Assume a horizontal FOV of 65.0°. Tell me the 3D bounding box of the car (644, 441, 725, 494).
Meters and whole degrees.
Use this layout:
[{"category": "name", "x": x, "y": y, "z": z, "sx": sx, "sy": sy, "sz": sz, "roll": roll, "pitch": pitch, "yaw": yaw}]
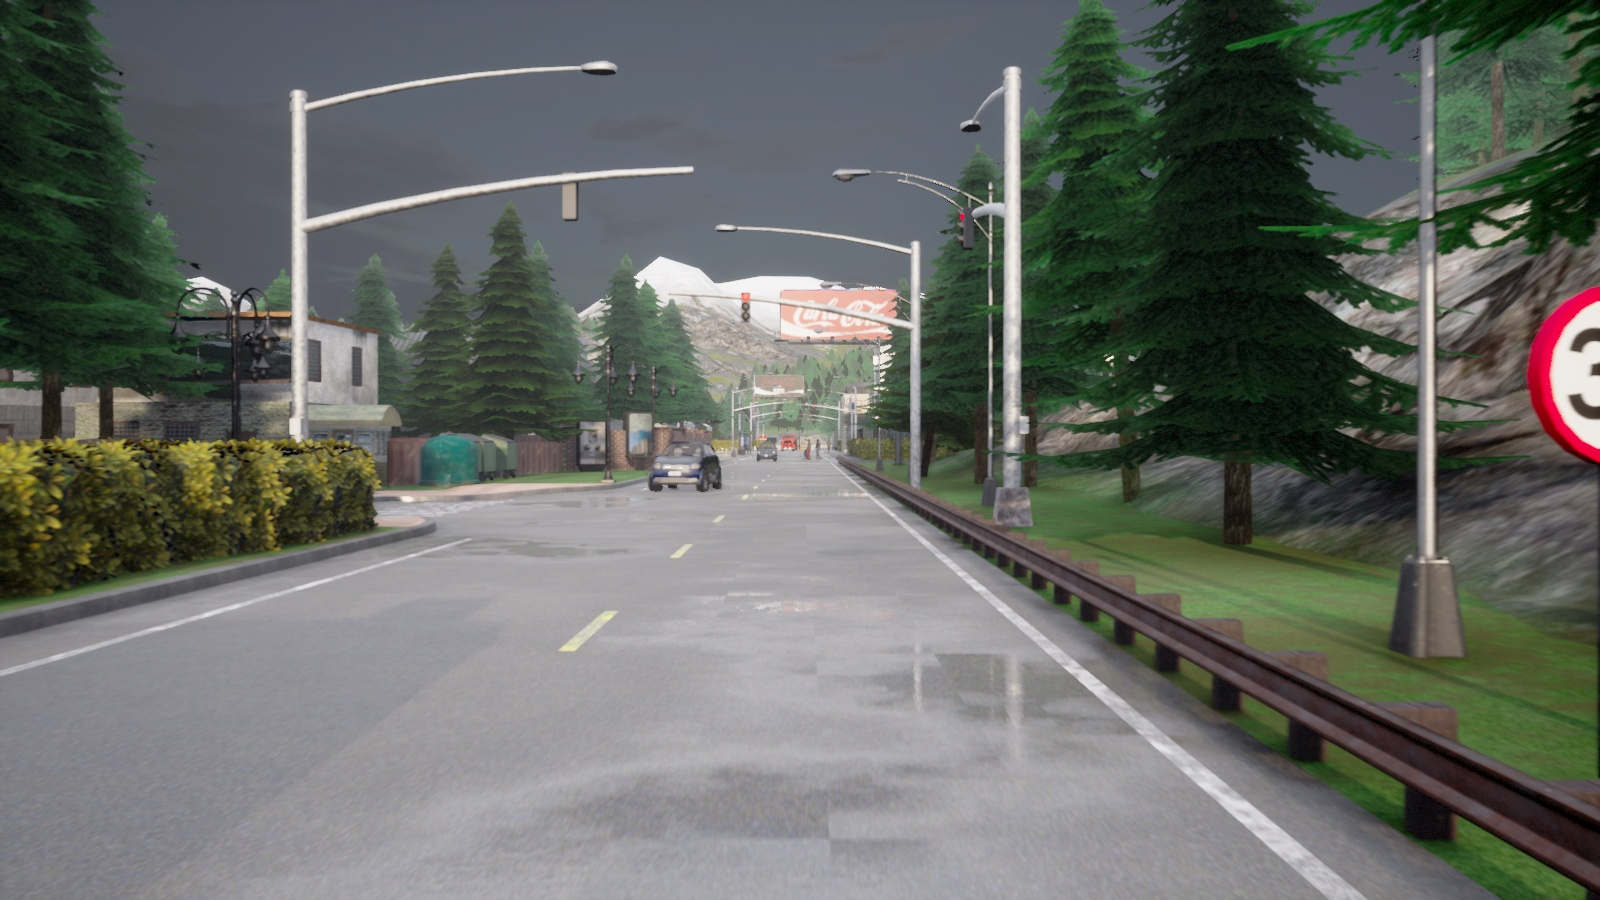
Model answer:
[{"category": "car", "x": -3.523, "y": 0.503, "z": 38.920, "sx": 1.789, "sy": 1.549, "sz": 3.705, "roll": 0, "pitch": 0, "yaw": 7}]
